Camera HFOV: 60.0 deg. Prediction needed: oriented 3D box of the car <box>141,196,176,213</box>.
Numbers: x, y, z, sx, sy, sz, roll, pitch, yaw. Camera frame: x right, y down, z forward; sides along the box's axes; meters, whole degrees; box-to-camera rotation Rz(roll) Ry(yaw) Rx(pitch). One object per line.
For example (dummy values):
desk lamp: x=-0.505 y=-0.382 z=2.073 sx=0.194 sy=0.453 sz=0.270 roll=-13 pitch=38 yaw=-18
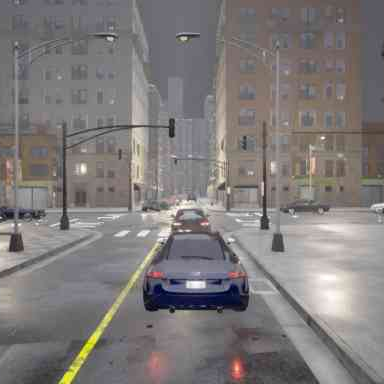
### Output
car: x=-3.963 y=1.557 z=38.068 sx=2.033 sy=1.411 sz=5.357 roll=0 pitch=0 yaw=15

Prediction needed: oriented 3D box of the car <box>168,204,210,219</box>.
car: x=-0.085 y=1.526 z=16.469 sx=1.812 sy=1.442 sz=4.674 roll=0 pitch=0 yaw=-1

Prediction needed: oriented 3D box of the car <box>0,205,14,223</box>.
car: x=-15.221 y=1.616 z=23.124 sx=4.181 sy=1.385 sz=1.994 roll=0 pitch=0 yaw=0

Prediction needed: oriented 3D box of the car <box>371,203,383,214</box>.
car: x=20.423 y=1.439 z=33.289 sx=4.674 sy=1.442 sz=1.812 roll=0 pitch=0 yaw=-1

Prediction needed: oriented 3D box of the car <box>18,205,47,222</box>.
car: x=-14.150 y=1.648 z=26.379 sx=4.718 sy=1.301 sz=1.895 roll=0 pitch=0 yaw=0

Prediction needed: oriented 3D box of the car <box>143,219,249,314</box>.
car: x=0.084 y=1.564 z=7.725 sx=1.994 sy=1.385 sz=4.181 roll=0 pitch=0 yaw=0

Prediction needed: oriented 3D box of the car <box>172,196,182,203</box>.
car: x=-3.051 y=1.547 z=69.389 sx=1.837 sy=1.490 sz=4.892 roll=0 pitch=0 yaw=0

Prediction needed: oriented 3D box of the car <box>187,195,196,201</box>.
car: x=-0.103 y=1.584 z=86.624 sx=2.128 sy=1.511 sz=4.902 roll=0 pitch=0 yaw=0

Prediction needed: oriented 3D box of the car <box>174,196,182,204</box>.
car: x=-3.094 y=1.377 z=53.552 sx=2.097 sy=1.767 sz=4.553 roll=0 pitch=0 yaw=0

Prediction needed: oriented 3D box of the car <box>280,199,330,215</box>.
car: x=11.161 y=1.450 z=33.236 sx=4.892 sy=1.490 sz=1.837 roll=0 pitch=0 yaw=0

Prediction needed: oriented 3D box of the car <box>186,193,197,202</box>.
car: x=-0.070 y=1.275 z=76.236 sx=2.150 sy=2.045 sz=5.566 roll=0 pitch=0 yaw=0
